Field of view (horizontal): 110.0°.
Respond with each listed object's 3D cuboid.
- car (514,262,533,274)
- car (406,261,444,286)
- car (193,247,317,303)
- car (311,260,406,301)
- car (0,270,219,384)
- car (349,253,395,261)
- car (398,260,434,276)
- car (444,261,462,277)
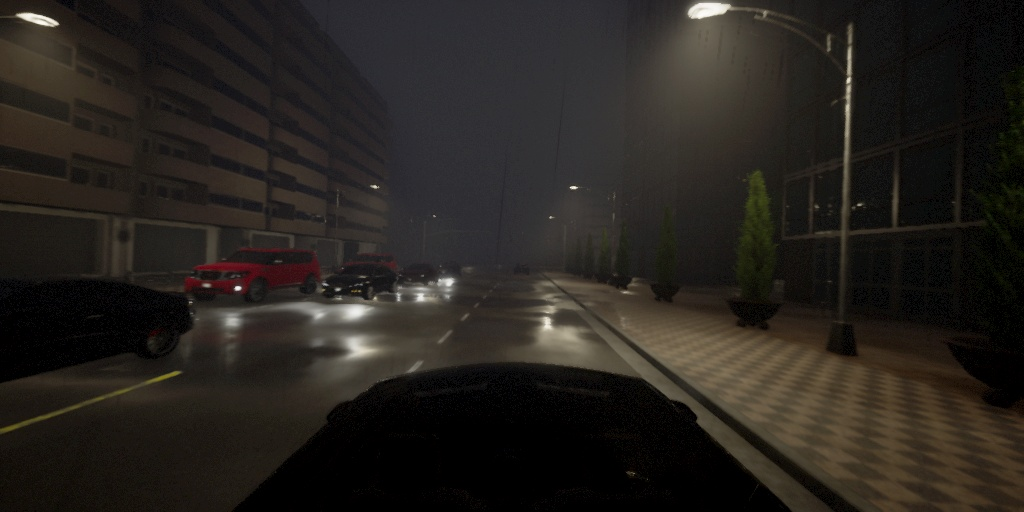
[{"bbox_3d":[1.313,1.618,47.691,2.128,1.511,4.902,2,0,2],"label":"car"},{"bbox_3d":[-6.378,1.232,25.024,1.812,1.442,4.674,2,0,2],"label":"car"},{"bbox_3d":[-10.269,0.669,14.937,2.150,2.045,5.566,2,-1,2],"label":"car"},{"bbox_3d":[-6.733,1.101,16.460,1.837,1.490,4.892,2,-1,2],"label":"car"},{"bbox_3d":[-7.033,1.027,5.036,1.812,1.442,4.674,2,0,1],"label":"car"},{"bbox_3d":[-9.863,0.810,25.103,2.150,2.045,5.566,2,0,2],"label":"car"},{"bbox_3d":[-9.546,1.173,36.129,2.033,1.411,5.357,2,0,2],"label":"car"},{"bbox_3d":[-6.090,1.243,34.974,2.128,1.511,4.902,2,-1,2],"label":"car"}]
